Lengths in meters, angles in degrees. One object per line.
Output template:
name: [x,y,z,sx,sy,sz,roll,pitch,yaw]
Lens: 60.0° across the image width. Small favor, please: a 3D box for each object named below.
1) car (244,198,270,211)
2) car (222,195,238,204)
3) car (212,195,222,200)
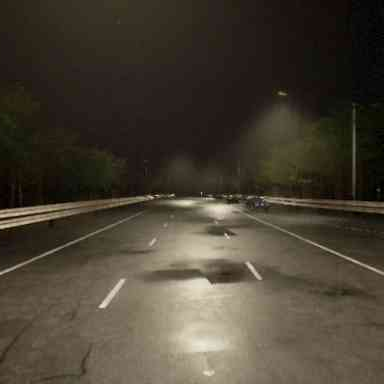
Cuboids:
car: [7.658,1.453,39.548,2.033,1.411,5.357,0,0,-4]
car: [6.993,1.337,58.555,2.128,1.511,4.902,0,0,0]
car: [7.085,1.383,88.093,1.994,1.385,4.181,0,0,0]
